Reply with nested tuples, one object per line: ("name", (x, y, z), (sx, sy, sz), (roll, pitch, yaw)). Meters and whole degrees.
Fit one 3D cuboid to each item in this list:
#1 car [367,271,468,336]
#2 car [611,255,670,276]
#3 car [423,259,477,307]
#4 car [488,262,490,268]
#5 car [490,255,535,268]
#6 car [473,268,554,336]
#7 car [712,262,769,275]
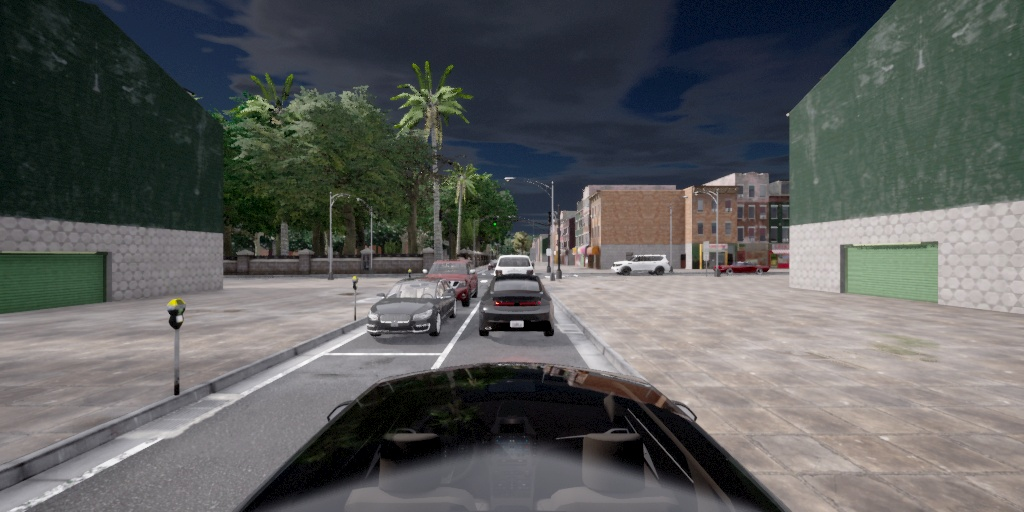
("car", (-2.628, 1.301, 10.210), (2.007, 1.370, 4.403), (0, 0, 0))
("car", (12.899, 0.903, 36.024), (5.566, 2.045, 2.150), (0, 0, 0))
("car", (-2.621, 1.069, 15.673), (2.192, 1.841, 5.009), (0, 0, 0))
("car", (-2.574, 1.296, 53.819), (1.967, 1.591, 4.097), (0, 0, 0))
("car", (0.122, 0.981, 20.438), (2.150, 2.045, 5.566), (0, 0, 0))
("car", (0.109, 1.256, 10.336), (1.837, 1.490, 4.892), (0, 0, 0))
("car", (22.907, 1.219, 36.024), (4.718, 1.301, 1.895), (0, 0, 0))
